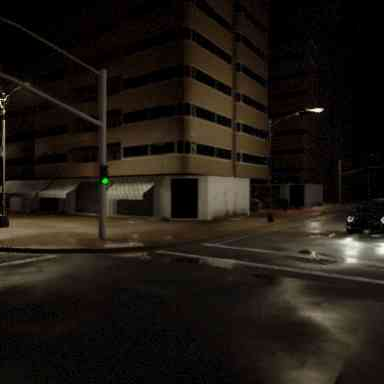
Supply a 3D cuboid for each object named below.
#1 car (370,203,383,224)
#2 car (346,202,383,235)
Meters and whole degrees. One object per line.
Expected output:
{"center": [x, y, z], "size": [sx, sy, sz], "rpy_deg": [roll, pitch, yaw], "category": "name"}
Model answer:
{"center": [15.220, 1.612, 25.880], "size": [1.812, 1.442, 4.674], "rpy_deg": [0, 0, 35], "category": "car"}
{"center": [10.095, 1.423, 18.632], "size": [2.097, 1.767, 4.553], "rpy_deg": [0, 0, 35], "category": "car"}
